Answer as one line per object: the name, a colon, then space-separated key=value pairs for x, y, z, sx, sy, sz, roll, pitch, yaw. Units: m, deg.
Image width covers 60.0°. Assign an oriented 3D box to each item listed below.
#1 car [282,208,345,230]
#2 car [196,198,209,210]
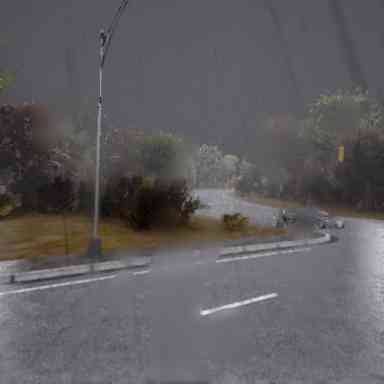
car: x=8.799 y=1.951 z=24.410 sx=2.128 sy=1.511 sz=4.902 roll=2 pitch=-1 yaw=-27
car: x=0.860 y=1.488 z=44.473 sx=2.097 sy=1.767 sz=4.553 roll=2 pitch=1 yaw=-16
